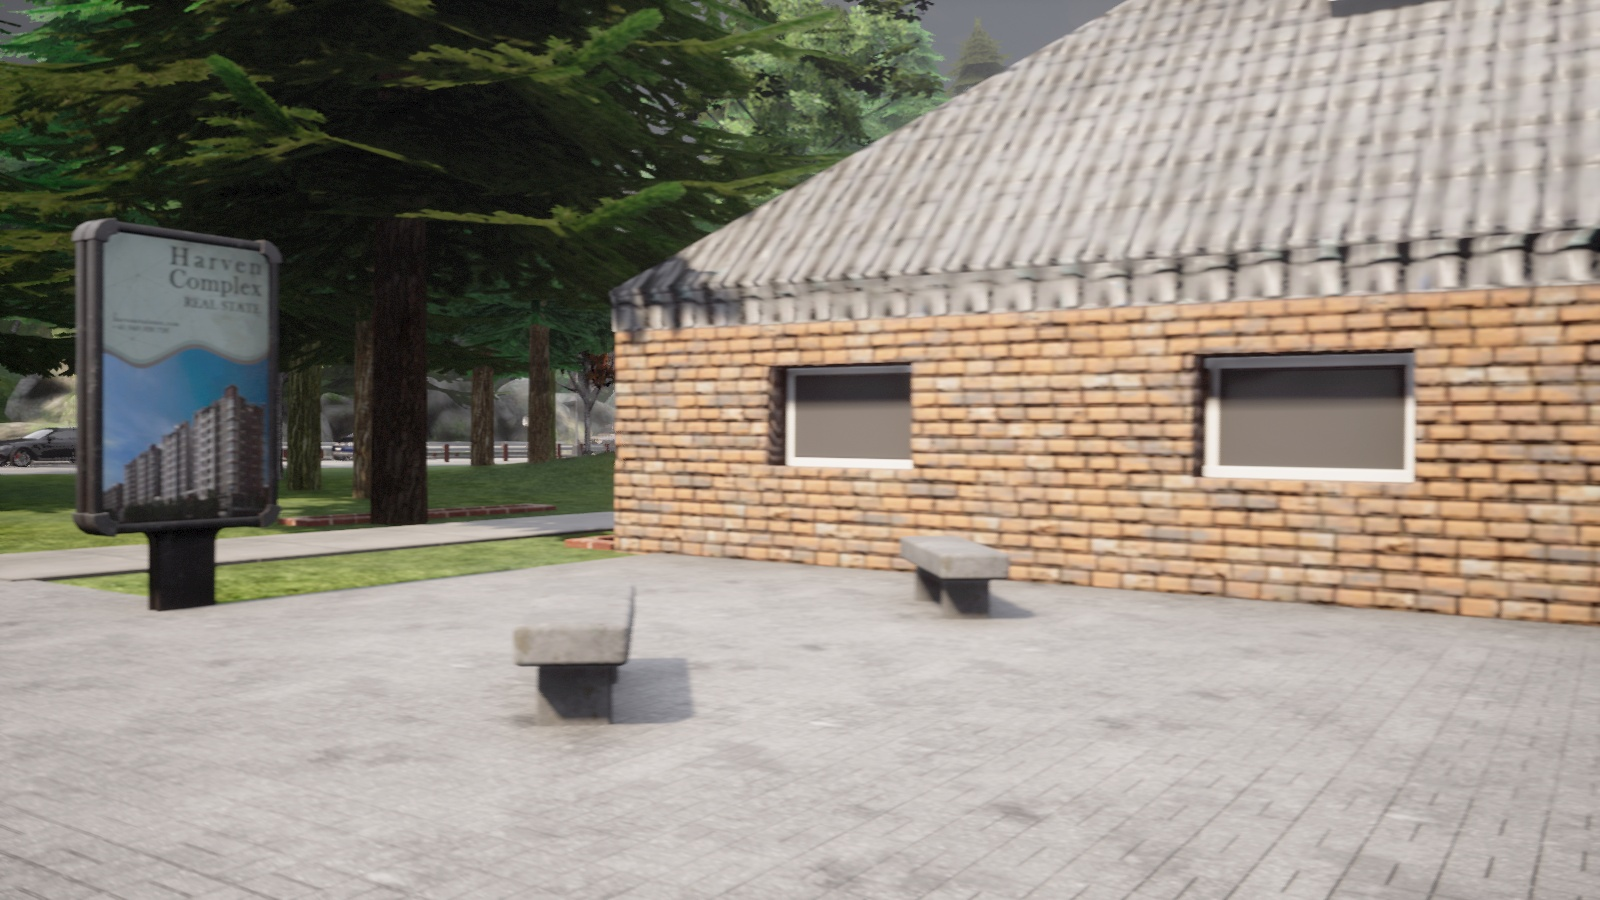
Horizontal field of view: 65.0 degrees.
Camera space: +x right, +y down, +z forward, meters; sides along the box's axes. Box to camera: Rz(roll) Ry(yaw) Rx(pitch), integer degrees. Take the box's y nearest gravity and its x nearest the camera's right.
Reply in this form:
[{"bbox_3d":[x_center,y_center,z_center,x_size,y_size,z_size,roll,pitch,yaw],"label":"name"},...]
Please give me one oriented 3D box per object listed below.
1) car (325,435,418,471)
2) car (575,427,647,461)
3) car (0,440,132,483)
[{"bbox_3d":[-19.563,0.103,57.430,1.789,1.549,3.705,0,1,33],"label":"car"},{"bbox_3d":[-10.670,-0.343,70.968,1.905,1.878,3.866,0,1,33],"label":"car"},{"bbox_3d":[-27.198,0.379,45.791,1.812,1.442,4.674,0,1,33],"label":"car"}]
